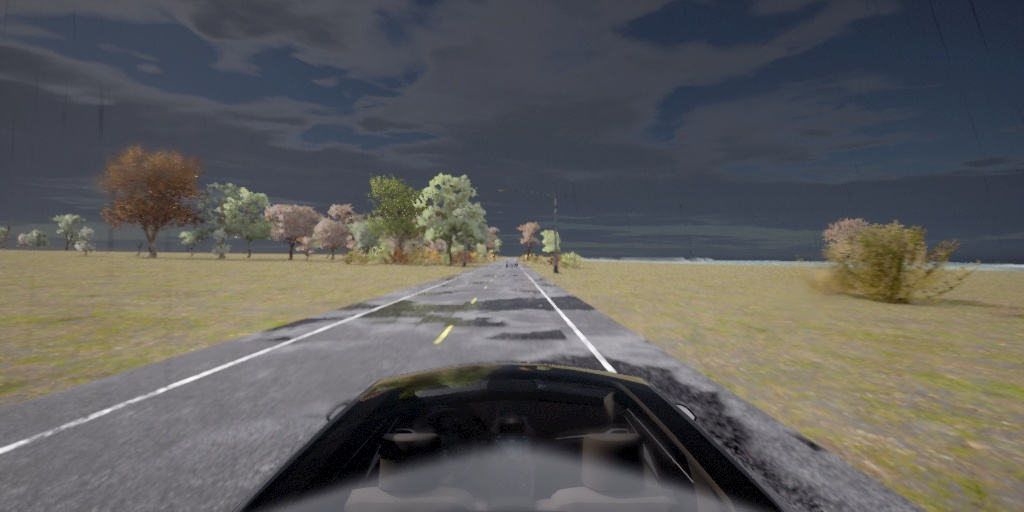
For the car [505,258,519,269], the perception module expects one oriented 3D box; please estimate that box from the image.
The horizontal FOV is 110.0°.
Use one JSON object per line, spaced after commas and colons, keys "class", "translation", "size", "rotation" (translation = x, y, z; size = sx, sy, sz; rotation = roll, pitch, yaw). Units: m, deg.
{"class": "car", "translation": [-0.007, 1.123, 56.428], "size": [2.163, 1.488, 4.792], "rotation": [0, 0, 0]}
